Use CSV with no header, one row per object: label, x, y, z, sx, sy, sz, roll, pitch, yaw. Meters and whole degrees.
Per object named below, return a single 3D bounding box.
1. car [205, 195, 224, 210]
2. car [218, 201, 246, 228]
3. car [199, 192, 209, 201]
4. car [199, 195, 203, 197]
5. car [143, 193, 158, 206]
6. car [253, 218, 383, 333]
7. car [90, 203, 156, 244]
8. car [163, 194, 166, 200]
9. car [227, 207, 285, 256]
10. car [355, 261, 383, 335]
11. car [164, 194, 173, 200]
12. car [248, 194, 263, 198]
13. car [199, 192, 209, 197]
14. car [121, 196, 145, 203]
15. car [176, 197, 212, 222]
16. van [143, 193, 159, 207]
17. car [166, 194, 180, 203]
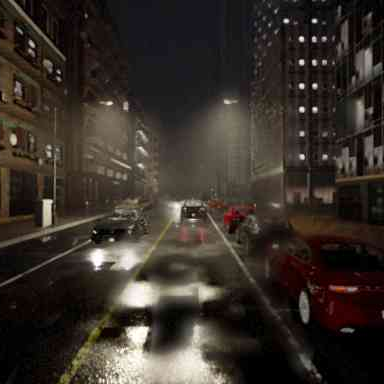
car,2.669,1.340,35.195,1.887,1.381,4.507,1,0,0
car,2.671,1.435,18.102,1.887,1.381,4.507,1,0,0
car,2.668,0.911,75.083,2.192,1.841,5.009,1,0,0
car,0.101,1.361,41.665,1.895,1.301,4.718,0,0,0
car,-5.677,1.204,41.011,1.967,1.590,4.097,1,0,0
car,2.672,1.503,6.707,1.887,1.381,4.507,1,0,0
car,-3.101,1.453,15.508,2.033,1.411,5.357,0,0,0
car,-5.684,1.178,75.196,1.802,1.307,4.206,1,0,0
car,2.671,1.475,12.404,2.008,1.369,4.403,1,0,0
car,2.673,1.518,1.179,1.752,1.417,4.829,1,0,0
car,-5.684,1.138,80.893,1.947,1.339,4.313,1,0,0
car,17.914,1.117,92.450,4.403,1.369,2.008,0,-1,0
car,2.667,1.088,63.686,1.967,1.590,4.097,1,0,0
car,-5.677,1.351,29.447,1.752,1.417,4.829,1,0,0
car,0.099,1.343,24.629,2.128,1.511,4.902,0,0,0
van,-5.676,1.074,46.709,1.690,1.788,3.998,1,0,0
car,-3.006,1.007,57.562,1.812,1.442,4.674,0,0,0
